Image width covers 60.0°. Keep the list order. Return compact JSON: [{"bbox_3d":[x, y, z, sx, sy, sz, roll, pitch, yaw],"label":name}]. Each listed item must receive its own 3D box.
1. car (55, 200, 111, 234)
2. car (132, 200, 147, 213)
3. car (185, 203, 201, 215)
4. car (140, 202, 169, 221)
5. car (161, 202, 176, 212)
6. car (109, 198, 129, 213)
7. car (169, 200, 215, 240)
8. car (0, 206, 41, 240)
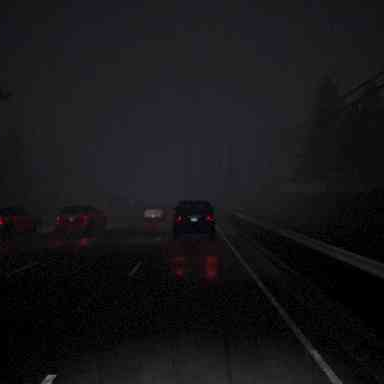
[{"bbox_3d":[-6.899,1.616,21.150,2.097,1.767,4.553,0,-1,0],"label":"car"},{"bbox_3d":[-6.898,1.920,45.648,2.097,1.767,4.553,0,-1,0],"label":"car"},{"bbox_3d":[0.103,2.114,41.243,1.895,1.301,4.718,0,-1,0],"label":"car"},{"bbox_3d":[-3.401,1.917,31.389,1.812,1.442,4.674,0,-1,0],"label":"car"},{"bbox_3d":[-3.397,2.215,49.350,1.895,1.301,4.718,0,-1,0],"label":"car"},{"bbox_3d":[-10.397,1.809,47.066,2.150,2.045,5.566,0,-1,0],"label":"car"},{"bbox_3d":[0.101,1.457,18.735,2.150,2.045,5.566,0,-1,0],"label":"car"},{"bbox_3d":[-10.399,1.587,18.798,2.097,1.767,4.553,0,-1,0],"label":"car"}]
